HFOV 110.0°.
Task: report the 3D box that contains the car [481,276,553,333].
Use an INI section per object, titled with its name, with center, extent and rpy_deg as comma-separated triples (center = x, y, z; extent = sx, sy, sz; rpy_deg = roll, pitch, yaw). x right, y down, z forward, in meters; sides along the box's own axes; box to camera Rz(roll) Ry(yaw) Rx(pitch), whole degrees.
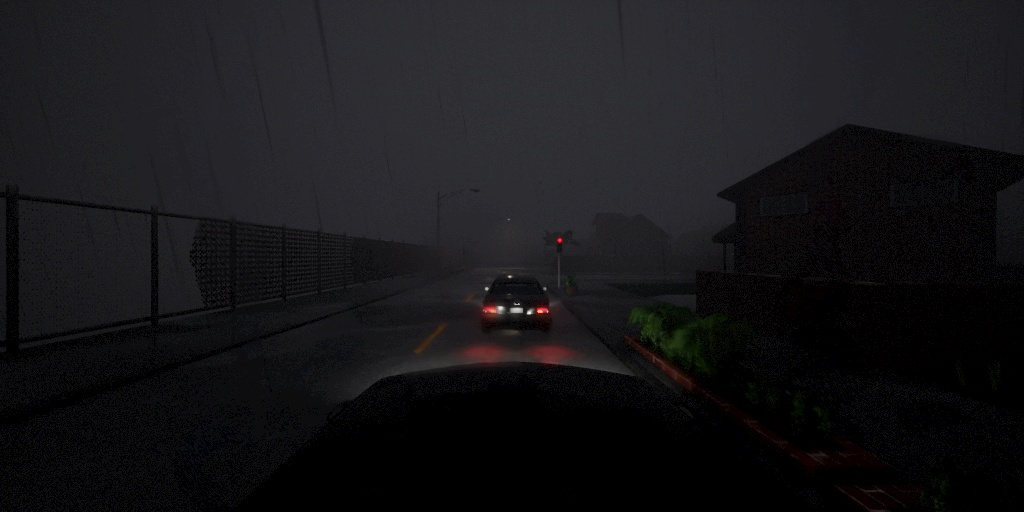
[car]
center = 0.116, 1.297, 10.738
extent = 2.033, 1.411, 5.357
rpy_deg = 0, 0, 0
